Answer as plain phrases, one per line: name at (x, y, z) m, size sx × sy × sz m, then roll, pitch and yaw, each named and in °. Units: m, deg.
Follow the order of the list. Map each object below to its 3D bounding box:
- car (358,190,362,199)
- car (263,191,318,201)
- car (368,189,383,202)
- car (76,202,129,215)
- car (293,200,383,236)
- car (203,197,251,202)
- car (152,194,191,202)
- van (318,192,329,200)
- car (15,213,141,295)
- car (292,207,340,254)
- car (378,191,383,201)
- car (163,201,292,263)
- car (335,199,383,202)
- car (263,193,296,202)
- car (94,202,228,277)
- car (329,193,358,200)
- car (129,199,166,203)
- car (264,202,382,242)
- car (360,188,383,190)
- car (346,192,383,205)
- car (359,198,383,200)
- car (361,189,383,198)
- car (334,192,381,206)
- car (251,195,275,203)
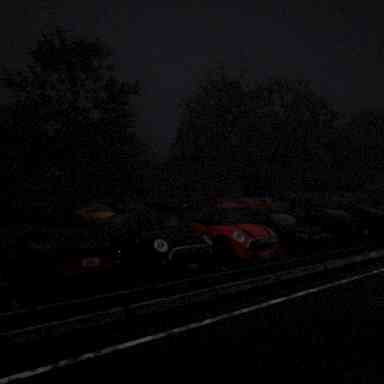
car at (18.625, 0.915, 40.573) m, size 2.097 × 1.535 × 5.008 m, roll -2°, pitch 1°, yaw -35°
car at (9.515, 0.918, 34.156) m, size 2.435 × 2.045 × 5.566 m, roll -2°, pitch 1°, yaw -35°
car at (27.768, 0.531, 46.926) m, size 2.185 × 1.767 × 4.553 m, roll -2°, pitch 1°, yaw -35°
car at (-6.478, 1.505, 22.773) m, size 1.946 × 1.575 × 5.366 m, roll 0°, pitch 0°, yaw -35°
car at (7.913, 1.408, 17.099) m, size 2.097 × 1.535 × 5.008 m, roll -1°, pitch 1°, yaw -35°
car at (2.539, 1.231, 29.347) m, size 2.185 × 1.767 × 4.553 m, roll -1°, pitch 1°, yaw -35°
car at (-2.033, 1.197, 26.144) m, size 2.435 × 2.045 × 5.566 m, roll -1°, pitch 1°, yaw -35°
van at (11.848, 0.880, 35.681) m, size 1.878 × 1.987 × 4.442 m, roll -2°, pitch 1°, yaw -35°
car at (-3.522, 1.568, 9.138) m, size 2.163 × 1.488 × 4.792 m, roll 0°, pitch 0°, yaw -35°
car at (3.339, 1.526, 13.908) m, size 2.002 × 1.452 × 4.674 m, roll -1°, pitch 1°, yaw -35°
car at (30.033, 0.630, 48.553) m, size 2.002 × 1.452 × 4.674 m, roll -2°, pitch 1°, yaw -35°
car at (1.038, 1.386, 12.332) m, size 2.185 × 1.767 × 4.553 m, roll -1°, pitch 0°, yaw -35°
car at (10.211, 1.387, 18.678) m, size 2.163 × 1.488 × 4.792 m, roll -1°, pitch 1°, yaw -35°
car at (7.116, 1.229, 32.739) m, size 1.946 × 1.575 × 5.366 m, roll -2°, pitch 1°, yaw -35°
car at (-1.240, 1.404, 10.738) m, size 2.185 × 1.767 × 4.553 m, roll 0°, pitch 0°, yaw -35°
car at (16.346, 1.019, 38.975) m, size 2.002 × 1.452 × 4.674 m, roll -2°, pitch 1°, yaw -35°
car at (-4.302, 1.482, 24.529) m, size 2.097 × 1.535 × 5.008 m, roll -1°, pitch 0°, yaw -35°
car at (5.629, 1.451, 15.499) m, size 2.097 × 1.535 × 5.008 m, roll -1°, pitch 1°, yaw -35°
car at (25.484, 0.471, 45.331) m, size 2.435 × 2.045 × 5.566 m, roll -2°, pitch 1°, yaw -35°
car at (23.173, 0.816, 43.784) m, size 2.163 × 1.488 × 4.792 m, roll -2°, pitch 1°, yaw -35°
car at (12.477, 1.339, 20.296) m, size 2.002 × 1.452 × 4.674 m, roll -2°, pitch 1°, yaw -35°
car at (14.734, 0.985, 21.913) m, size 2.435 × 2.045 × 5.566 m, roll -2°, pitch 1°, yaw -35°
car at (20.906, 0.852, 42.170) m, size 2.231 × 1.521 × 4.892 m, roll -2°, pitch 1°, yaw -35°
car at (4.843, 1.298, 30.915) m, size 2.097 × 1.535 × 5.008 m, roll -1°, pitch 1°, yaw -35°
